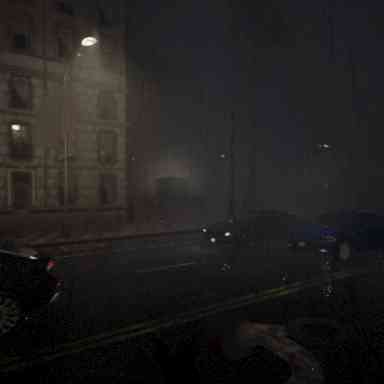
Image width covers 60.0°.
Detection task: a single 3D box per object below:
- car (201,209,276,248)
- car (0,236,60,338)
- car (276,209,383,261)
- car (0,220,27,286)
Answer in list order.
[{"bbox_3d":[2.990,1.477,14.584,5.357,1.411,2.033,0,0,-35],"label":"car"},{"bbox_3d":[-4.601,1.497,4.959,4.902,1.511,2.128,0,0,-35],"label":"car"},{"bbox_3d":[5.561,1.403,12.125,5.008,1.535,1.882,0,0,-35],"label":"car"},{"bbox_3d":[-6.914,1.554,7.601,5.357,1.411,2.033,0,0,-35],"label":"car"}]
